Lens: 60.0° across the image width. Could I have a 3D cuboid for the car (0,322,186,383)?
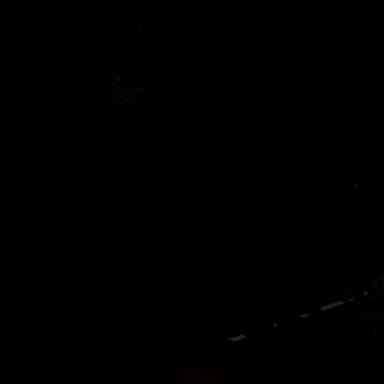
[{"bbox_3d":[-2.425,1.540,1.342,5.357,1.411,2.033,0,0,-36],"label":"car"}]
